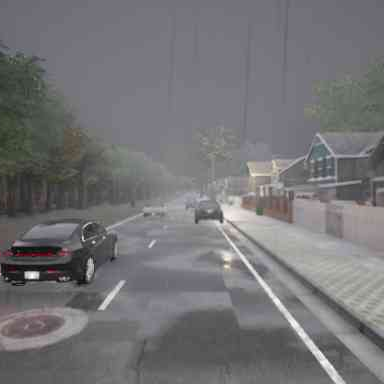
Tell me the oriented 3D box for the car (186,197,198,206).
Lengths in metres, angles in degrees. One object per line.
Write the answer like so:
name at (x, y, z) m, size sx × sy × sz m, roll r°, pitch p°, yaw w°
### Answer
car at (0.028, 1.700, 61.615) m, size 2.033 × 1.411 × 5.357 m, roll 0°, pitch 0°, yaw 0°

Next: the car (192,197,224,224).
car at (1.236, 1.403, 25.587) m, size 2.097 × 1.767 × 4.553 m, roll 0°, pitch 0°, yaw 0°

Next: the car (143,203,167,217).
car at (-3.386, 1.667, 31.546) m, size 1.895 × 1.301 × 4.718 m, roll 0°, pitch 0°, yaw 0°

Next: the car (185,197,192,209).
car at (0.040, 1.655, 46.141) m, size 2.033 × 1.411 × 5.357 m, roll 0°, pitch 0°, yaw 0°

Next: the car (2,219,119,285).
car at (-3.395, 1.522, 9.487) m, size 1.837 × 1.490 × 4.892 m, roll 0°, pitch 0°, yaw 0°
